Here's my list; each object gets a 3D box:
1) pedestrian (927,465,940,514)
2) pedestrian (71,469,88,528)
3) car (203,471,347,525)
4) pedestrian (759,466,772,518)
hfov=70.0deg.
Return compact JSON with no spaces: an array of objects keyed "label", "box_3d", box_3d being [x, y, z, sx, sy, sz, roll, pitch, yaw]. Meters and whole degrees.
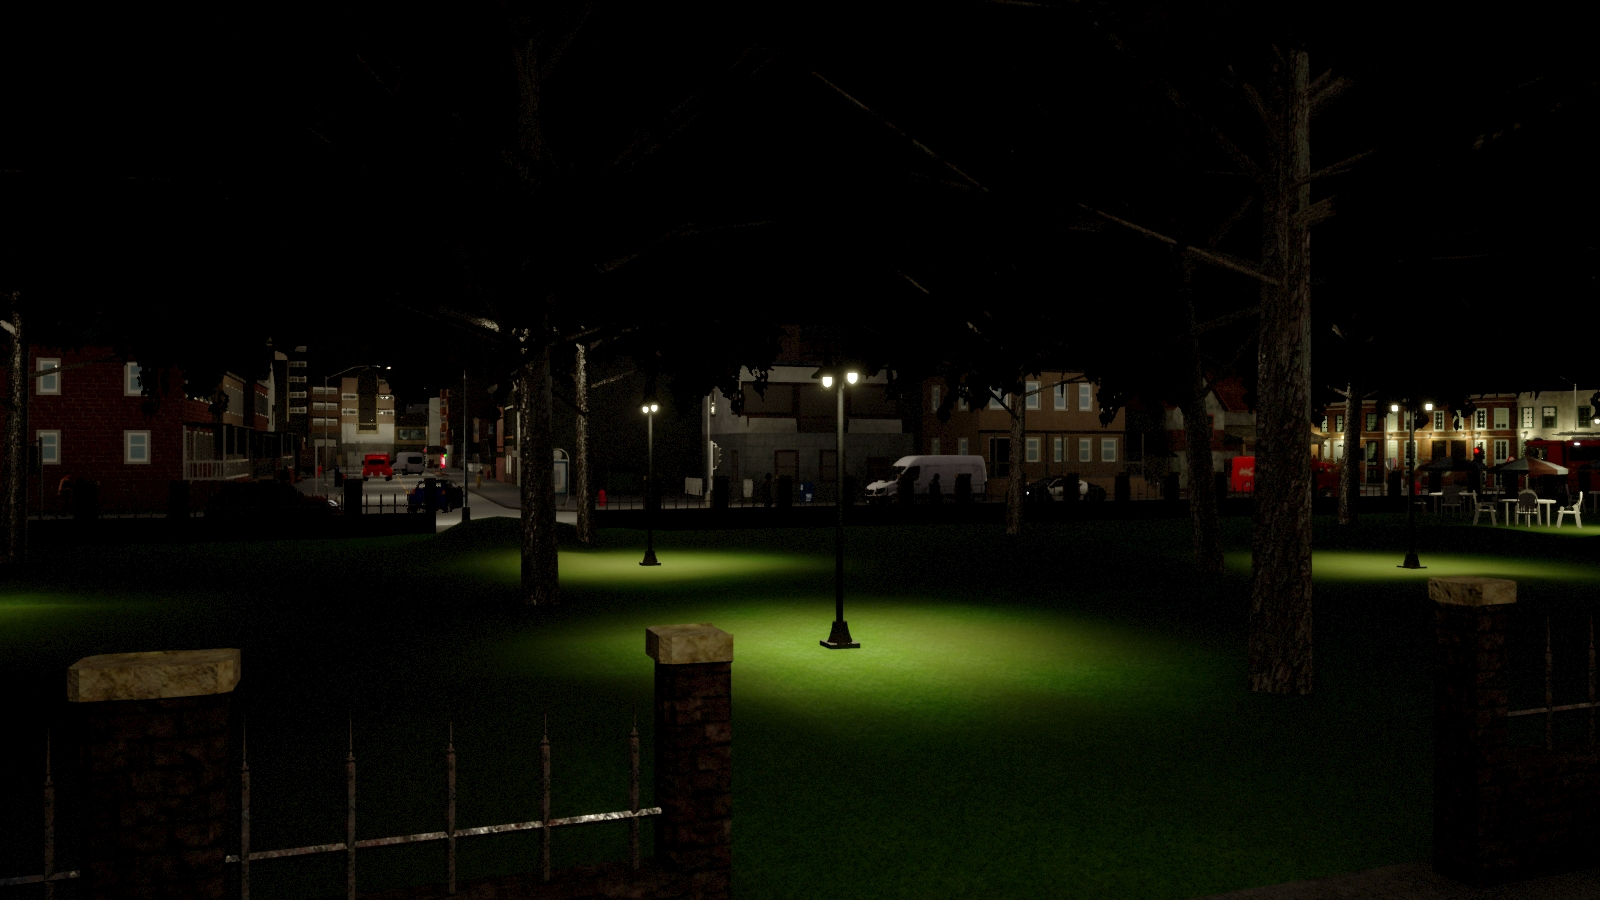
[{"label":"pedestrian","box_3d":[5.134,1.525,44.008,0.375,1.860,0.375,0,0,-20]},{"label":"pedestrian","box_3d":[-22.801,1.525,36.162,0.375,1.860,0.375,0,0,43]},{"label":"car","box_3d":[-18.700,1.685,40.932,4.553,1.767,2.097,0,0,-20]},{"label":"pedestrian","box_3d":[-1.245,1.525,41.663,0.375,1.860,0.375,0,0,-20]}]
